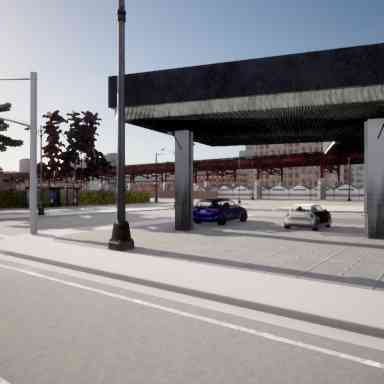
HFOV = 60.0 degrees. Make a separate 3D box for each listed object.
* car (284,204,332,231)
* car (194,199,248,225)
[{"bbox_3d":[7.112,1.456,20.206,1.970,1.475,3.806,0,0,37],"label":"car"},{"bbox_3d":[2.032,1.295,22.995,2.242,1.667,4.611,0,0,37],"label":"car"}]
